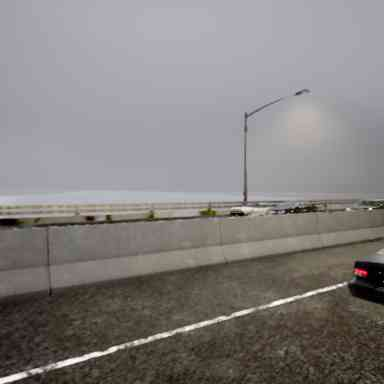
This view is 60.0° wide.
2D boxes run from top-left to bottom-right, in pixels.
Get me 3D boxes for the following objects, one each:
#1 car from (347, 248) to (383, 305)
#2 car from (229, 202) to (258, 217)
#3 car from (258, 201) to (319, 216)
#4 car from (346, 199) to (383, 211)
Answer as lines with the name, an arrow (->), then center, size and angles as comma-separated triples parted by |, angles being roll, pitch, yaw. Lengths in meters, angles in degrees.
car -> 5.494, 1.550, 7.080 | 5.357, 1.411, 2.033 | 0, 0, -35
car -> 5.509, 1.557, 28.652 | 4.718, 1.301, 1.895 | 0, 0, -35
car -> 7.907, 1.462, 26.052 | 4.902, 1.511, 2.128 | 0, 0, -35
car -> 13.970, 1.344, 25.987 | 4.553, 1.767, 2.097 | 0, 0, -35
